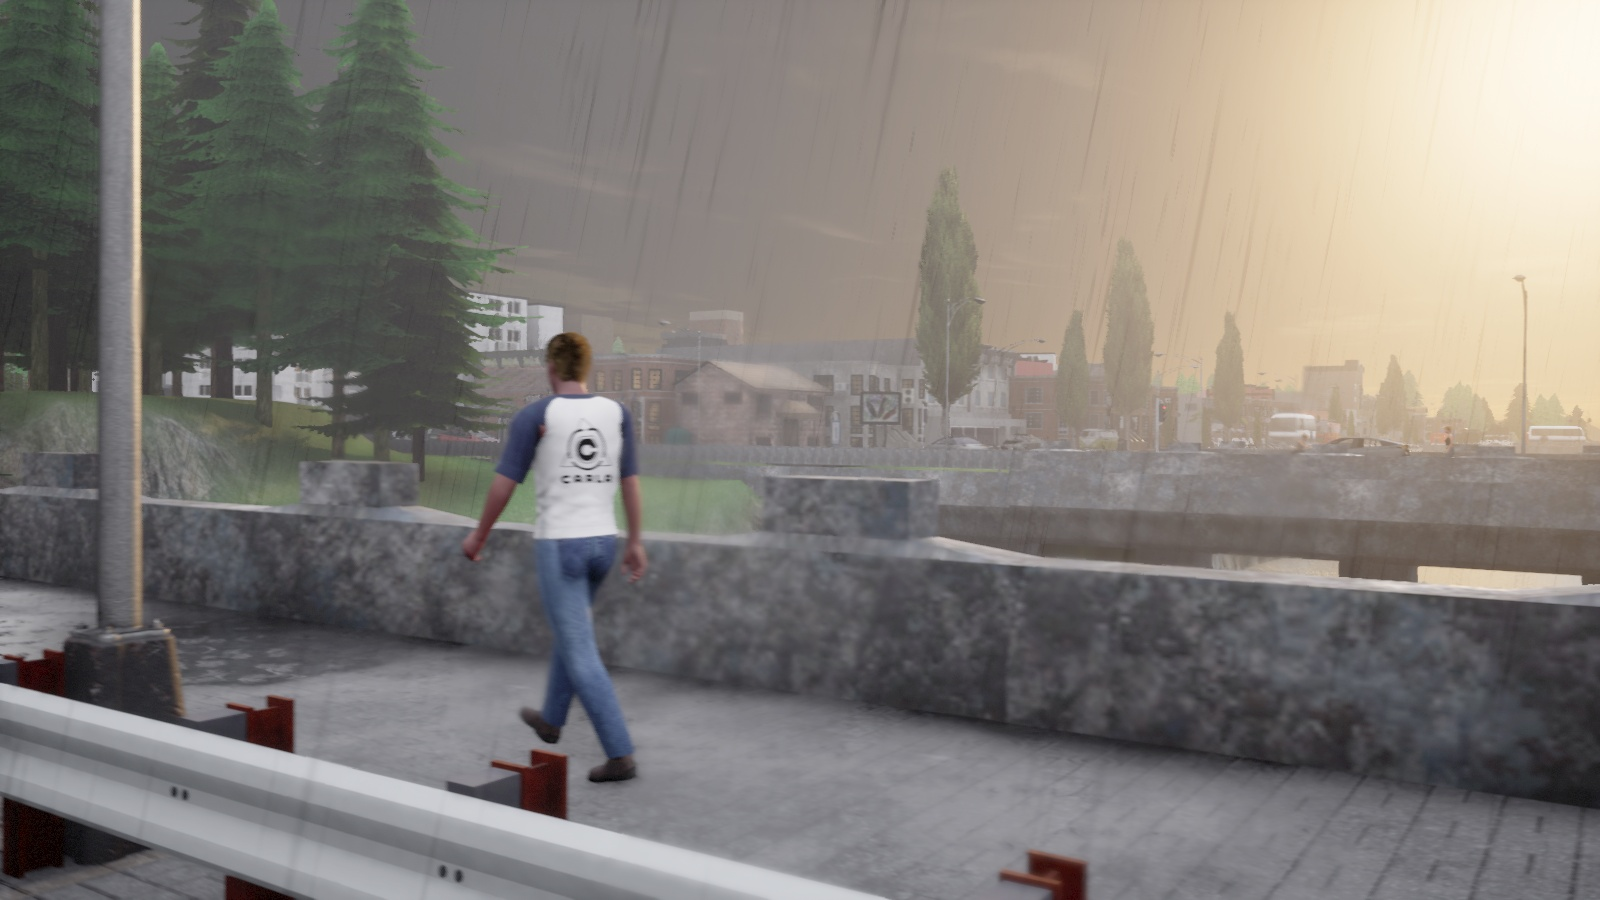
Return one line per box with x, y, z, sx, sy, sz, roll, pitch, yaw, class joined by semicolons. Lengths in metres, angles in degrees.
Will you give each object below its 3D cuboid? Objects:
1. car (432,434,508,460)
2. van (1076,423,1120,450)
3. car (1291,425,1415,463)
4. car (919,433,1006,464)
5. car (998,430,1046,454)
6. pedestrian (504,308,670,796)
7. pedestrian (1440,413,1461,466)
-20.301;-0.192;77.213;4.514;1.525;2.007;0;1;34;car
22.549;-1.015;94.861;1.775;1.987;4.442;0;1;34;van
23.304;-0.256;52.979;4.514;1.525;2.007;0;1;34;car
7.683;-0.091;59.794;1.994;1.385;4.181;-1;1;-29;car
14.672;-0.556;83.019;1.789;1.549;3.705;0;1;34;car
-0.875;0.379;5.104;0.354;1.836;0.706;-1;1;-38;pedestrian
22.579;-0.358;43.596;0.594;1.836;0.345;0;1;19;pedestrian
